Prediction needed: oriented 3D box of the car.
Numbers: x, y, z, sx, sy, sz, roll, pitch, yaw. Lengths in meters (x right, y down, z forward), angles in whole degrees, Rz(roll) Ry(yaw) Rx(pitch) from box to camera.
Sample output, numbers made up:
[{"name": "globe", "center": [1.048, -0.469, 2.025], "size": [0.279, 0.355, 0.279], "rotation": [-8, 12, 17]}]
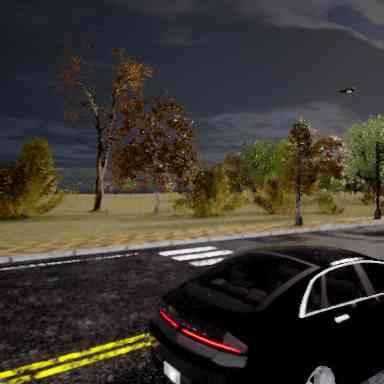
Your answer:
[{"name": "car", "center": [1.797, 1.508, 4.609], "size": [4.892, 1.490, 1.837], "rotation": [0, 0, -35]}]
